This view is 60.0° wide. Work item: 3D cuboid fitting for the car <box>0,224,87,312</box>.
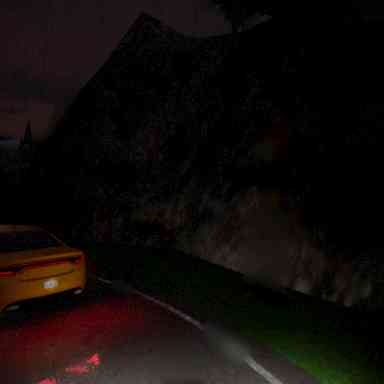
[{"bbox_3d":[-4.347,1.476,7.518,5.008,1.535,1.882,0,0,42],"label":"car"}]
